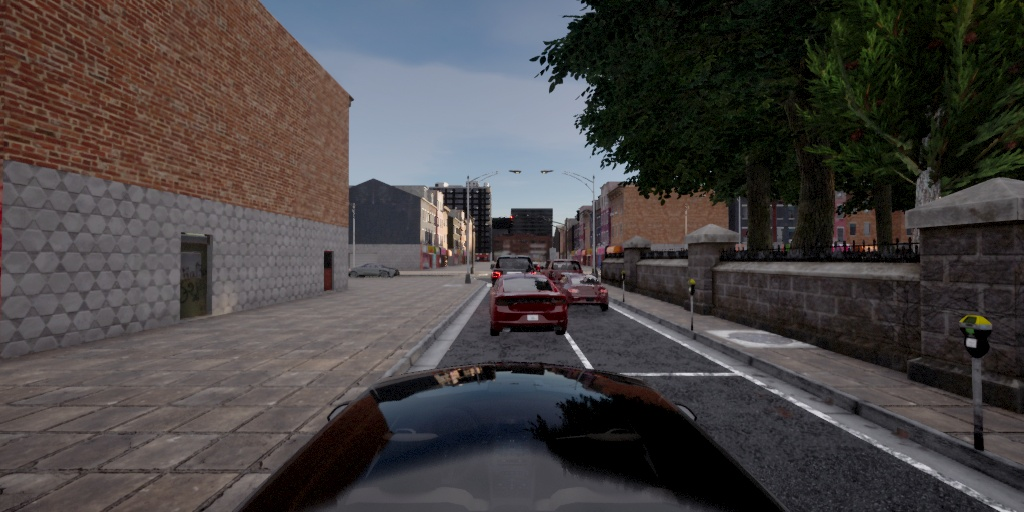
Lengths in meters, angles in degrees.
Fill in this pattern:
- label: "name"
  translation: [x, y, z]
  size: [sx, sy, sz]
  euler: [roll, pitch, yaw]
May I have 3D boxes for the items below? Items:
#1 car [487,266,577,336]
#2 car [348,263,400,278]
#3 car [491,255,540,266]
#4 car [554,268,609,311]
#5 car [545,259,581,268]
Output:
- label: "car"
  translation: [0.289, 1.230, 10.500]
  size: [1.882, 1.535, 5.008]
  euler: [0, 0, -4]
- label: "car"
  translation: [-12.030, 1.302, 31.350]
  size: [4.181, 1.385, 1.994]
  euler: [0, -1, 0]
- label: "car"
  translation: [0.109, 0.979, 18.067]
  size: [2.150, 2.045, 5.566]
  euler: [0, 0, 0]
- label: "car"
  translation: [2.658, 1.336, 14.309]
  size: [1.802, 1.307, 4.207]
  euler: [0, 0, 0]
- label: "car"
  translation: [2.666, 1.074, 19.758]
  size: [2.192, 1.841, 5.009]
  euler: [0, 0, 0]
